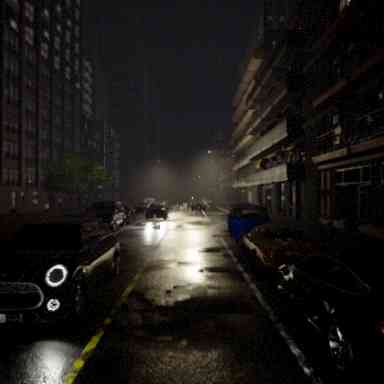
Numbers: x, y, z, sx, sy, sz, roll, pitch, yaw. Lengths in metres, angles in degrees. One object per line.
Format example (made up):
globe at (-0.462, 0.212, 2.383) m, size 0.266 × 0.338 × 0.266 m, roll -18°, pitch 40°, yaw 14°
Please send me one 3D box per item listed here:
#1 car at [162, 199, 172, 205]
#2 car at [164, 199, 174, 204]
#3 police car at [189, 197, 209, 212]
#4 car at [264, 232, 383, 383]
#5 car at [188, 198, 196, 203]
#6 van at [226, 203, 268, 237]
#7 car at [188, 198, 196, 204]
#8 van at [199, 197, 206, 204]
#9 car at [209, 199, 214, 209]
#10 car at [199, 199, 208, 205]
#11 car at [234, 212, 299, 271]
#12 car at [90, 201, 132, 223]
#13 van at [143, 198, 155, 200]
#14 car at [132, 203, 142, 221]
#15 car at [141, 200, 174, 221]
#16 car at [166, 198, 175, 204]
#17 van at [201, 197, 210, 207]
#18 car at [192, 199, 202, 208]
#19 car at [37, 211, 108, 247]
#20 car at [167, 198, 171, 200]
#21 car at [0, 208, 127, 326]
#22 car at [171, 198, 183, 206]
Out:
car at (-5.709, 2.282, 77.229) m, size 2.008 × 1.369 × 4.403 m, roll 0°, pitch -1°, yaw 0°
car at (-5.710, 2.339, 82.752) m, size 2.008 × 1.369 × 4.403 m, roll 0°, pitch -1°, yaw 0°
police car at (0.891, 1.841, 45.582) m, size 1.930 × 1.638 × 5.238 m, roll 0°, pitch -1°, yaw 0°
car at (2.687, 1.613, 5.437) m, size 1.947 × 1.339 × 4.313 m, roll 0°, pitch 0°, yaw 0°
car at (-0.016, 2.291, 93.313) m, size 1.994 × 1.385 × 4.181 m, roll 0°, pitch -1°, yaw 0°
van at (2.684, 1.486, 16.485) m, size 1.690 × 1.788 × 3.998 m, roll 0°, pitch -1°, yaw 0°
car at (-0.016, 2.200, 78.207) m, size 1.895 × 1.301 × 4.718 m, roll 0°, pitch -1°, yaw 0°
van at (2.670, 2.129, 82.755) m, size 1.690 × 1.788 × 3.998 m, roll 0°, pitch -1°, yaw 0°
car at (2.677, 2.058, 55.141) m, size 2.008 × 1.369 × 4.403 m, roll 0°, pitch -1°, yaw 0°
car at (2.672, 2.275, 77.230) m, size 1.887 × 1.381 × 4.507 m, roll 0°, pitch -1°, yaw 0°
car at (2.685, 1.623, 11.130) m, size 1.752 × 1.417 × 4.829 m, roll 0°, pitch -1°, yaw 0°
car at (-5.698, 1.510, 22.005) m, size 2.192 × 1.841 × 5.009 m, roll 0°, pitch -1°, yaw 0°
van at (-5.703, 1.743, 44.096) m, size 1.690 × 1.788 × 3.998 m, roll 0°, pitch -1°, yaw 0°
car at (-5.699, 1.797, 27.527) m, size 2.008 × 1.369 × 4.403 m, roll 0°, pitch -1°, yaw 0°
car at (-3.104, 1.764, 30.288) m, size 2.128 × 1.511 × 4.902 m, roll 0°, pitch -1°, yaw 0°
car at (-5.711, 2.286, 88.276) m, size 1.967 × 1.590 × 4.097 m, roll 0°, pitch -1°, yaw 0°
van at (2.674, 1.958, 66.188) m, size 1.690 × 1.788 × 3.998 m, roll 0°, pitch -1°, yaw 0°
car at (0.888, 2.096, 61.471) m, size 1.812 × 1.442 × 4.674 m, roll 0°, pitch -1°, yaw 0°
car at (-5.697, 1.711, 16.482) m, size 1.947 × 1.339 × 4.313 m, roll 0°, pitch -1°, yaw 0°
car at (-5.707, 2.057, 66.186) m, size 1.967 × 1.590 × 4.097 m, roll 0°, pitch -1°, yaw 0°
car at (-3.058, 1.418, 7.487) m, size 2.097 × 1.767 × 4.553 m, roll 0°, pitch 0°, yaw 0°
car at (-3.015, 2.187, 71.867) m, size 1.812 × 1.442 × 4.674 m, roll 0°, pitch -1°, yaw 0°
